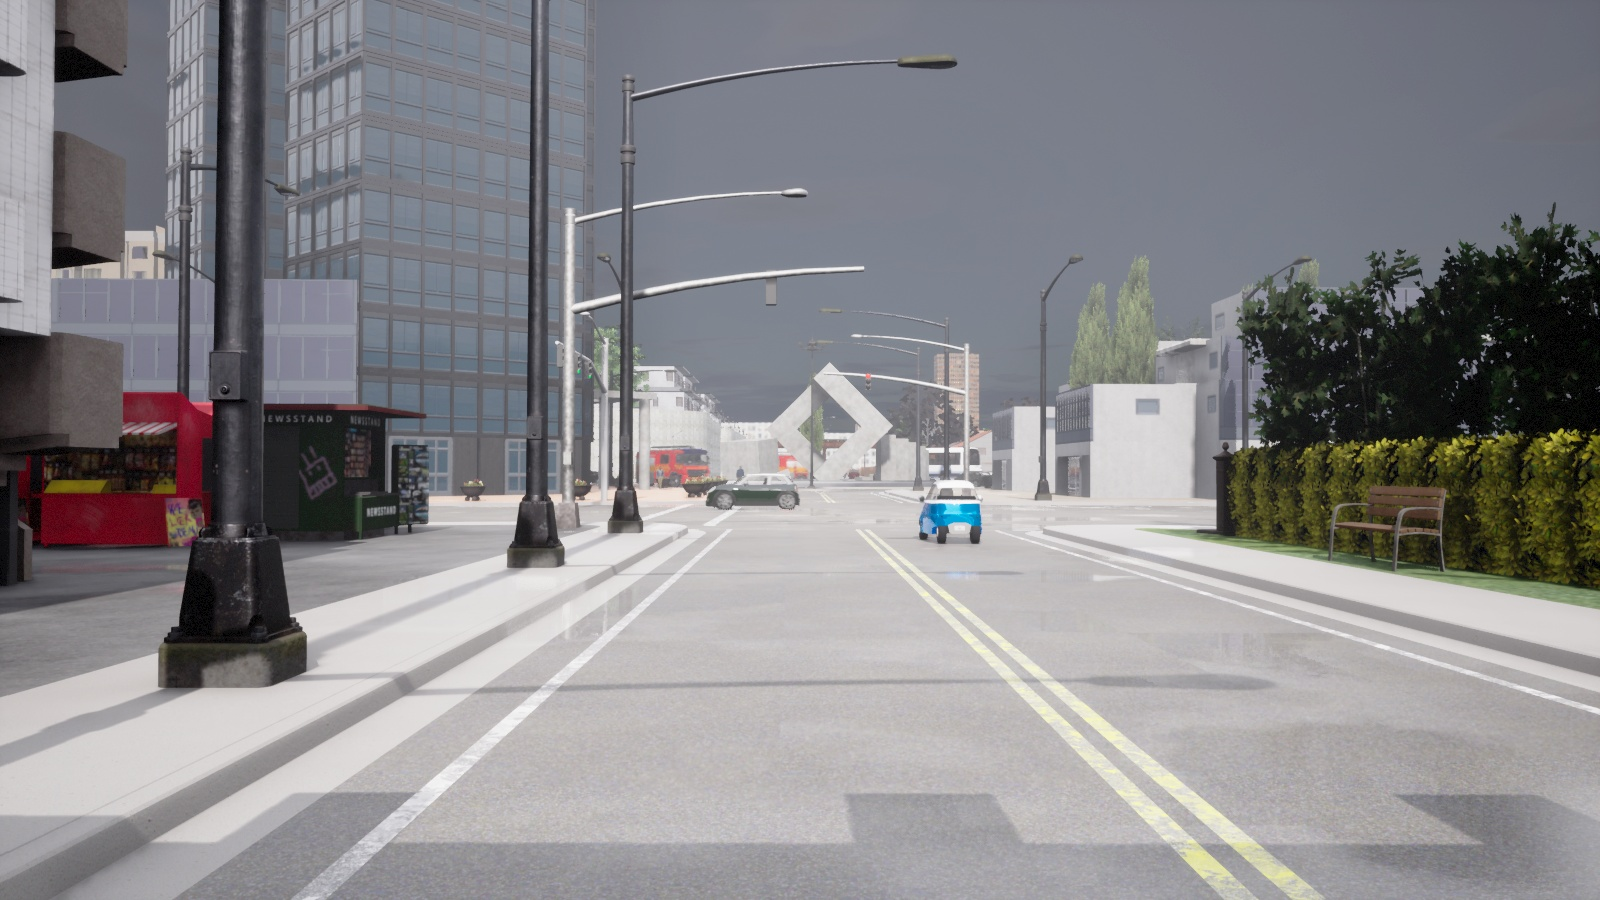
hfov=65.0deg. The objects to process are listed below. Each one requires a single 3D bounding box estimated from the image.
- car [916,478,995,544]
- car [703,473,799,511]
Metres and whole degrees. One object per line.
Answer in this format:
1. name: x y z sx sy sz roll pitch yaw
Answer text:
1. car: 3.429 1.324 27.981 1.481 1.376 2.207 0 -1 0
2. car: -1.951 1.674 50.984 3.806 1.475 1.970 0 -1 -1
